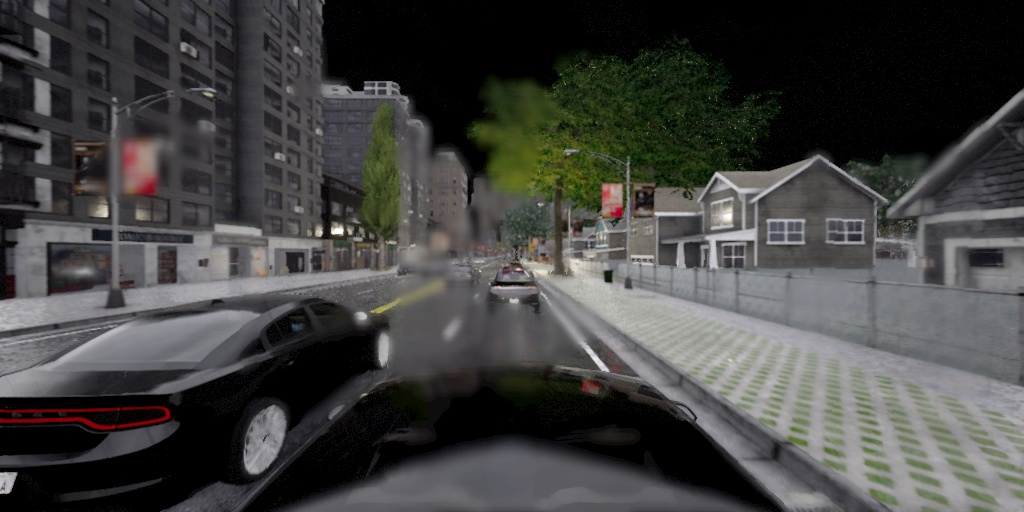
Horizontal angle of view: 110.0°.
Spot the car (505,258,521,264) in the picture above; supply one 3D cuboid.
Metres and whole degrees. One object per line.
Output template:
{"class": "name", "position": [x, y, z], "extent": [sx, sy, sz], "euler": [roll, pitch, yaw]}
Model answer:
{"class": "car", "position": [0.109, 1.194, 31.861], "extent": [1.882, 1.535, 5.008], "euler": [0, 0, 0]}

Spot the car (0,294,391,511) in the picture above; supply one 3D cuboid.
{"class": "car", "position": [-3.148, 1.226, 4.656], "extent": [1.882, 1.535, 5.008], "euler": [0, 0, 0]}

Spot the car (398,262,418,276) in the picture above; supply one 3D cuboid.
{"class": "car", "position": [-9.833, 1.273, 35.563], "extent": [1.994, 1.385, 4.181], "euler": [0, 0, 0]}

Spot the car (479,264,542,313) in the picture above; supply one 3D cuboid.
{"class": "car", "position": [0.104, 1.234, 13.837], "extent": [2.128, 1.511, 4.902], "euler": [0, 0, 0]}

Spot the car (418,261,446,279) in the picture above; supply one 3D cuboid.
{"class": "car", "position": [-6.586, 1.221, 31.892], "extent": [1.837, 1.490, 4.892], "euler": [0, 0, 0]}

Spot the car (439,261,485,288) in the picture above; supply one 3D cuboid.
{"class": "car", "position": [-3.143, 1.277, 23.847], "extent": [2.033, 1.411, 5.357], "euler": [0, 0, 0]}
